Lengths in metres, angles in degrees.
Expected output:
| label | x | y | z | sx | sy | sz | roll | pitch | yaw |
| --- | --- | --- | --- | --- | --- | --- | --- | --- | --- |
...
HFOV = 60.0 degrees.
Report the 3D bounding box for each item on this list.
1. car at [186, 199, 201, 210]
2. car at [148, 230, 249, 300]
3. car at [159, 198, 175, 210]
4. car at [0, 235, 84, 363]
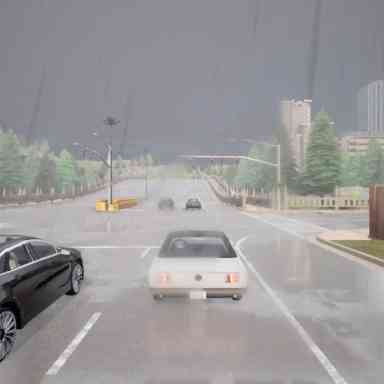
| label | x | y | z | sx | sy | sz | roll | pitch | yaw |
| --- | --- | --- | --- | --- | --- | --- | --- | --- | --- |
| car | 0.198 | 1.564 | 43.931 | 1.994 | 1.385 | 4.181 | 0 | 0 | 0 |
| car | 0.117 | 1.601 | 8.311 | 1.895 | 1.301 | 4.718 | 0 | 0 | 0 |
| car | -3.304 | 1.505 | 43.758 | 1.837 | 1.490 | 4.892 | 0 | 0 | 0 |
| car | -3.387 | 1.492 | 5.777 | 2.128 | 1.511 | 4.902 | 0 | 0 | 0 |
